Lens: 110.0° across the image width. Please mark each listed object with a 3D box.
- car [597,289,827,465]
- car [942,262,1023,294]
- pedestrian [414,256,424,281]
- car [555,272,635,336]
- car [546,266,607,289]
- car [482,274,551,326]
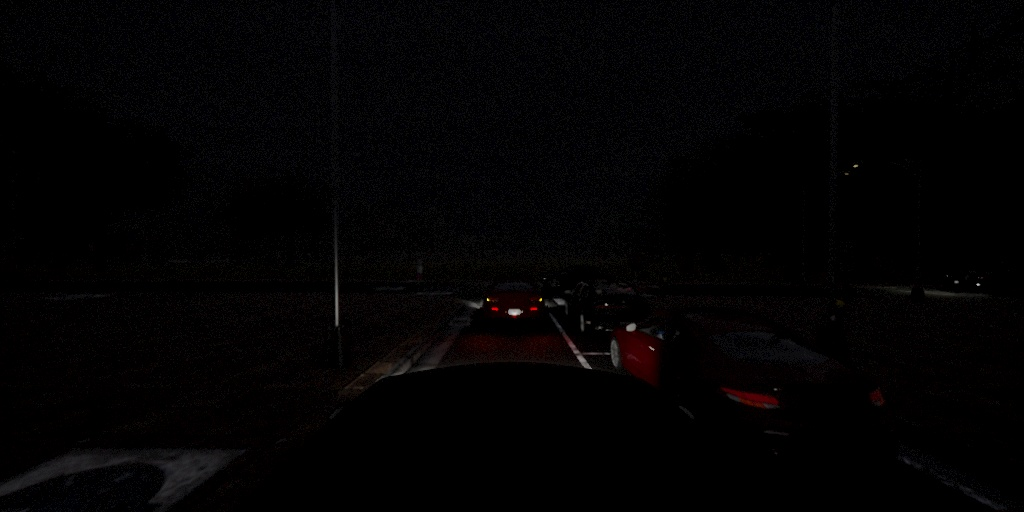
[{"bbox_3d":[2.631,1.350,4.944,1.802,1.307,4.207,0,0,0],"label":"car"},{"bbox_3d":[32.318,1.412,23.827,5.566,2.045,2.150,1,1,0],"label":"car"},{"bbox_3d":[-6.924,0.905,26.647,0.375,1.860,0.375,0,0,0],"label":"pedestrian"},{"bbox_3d":[2.622,1.350,10.476,2.007,1.370,4.403,0,0,0],"label":"car"},{"bbox_3d":[4.233,1.402,23.775,4.892,1.490,1.837,1,0,0],"label":"car"},{"bbox_3d":[0.053,1.333,11.794,1.812,1.442,4.674,0,0,0],"label":"car"}]
